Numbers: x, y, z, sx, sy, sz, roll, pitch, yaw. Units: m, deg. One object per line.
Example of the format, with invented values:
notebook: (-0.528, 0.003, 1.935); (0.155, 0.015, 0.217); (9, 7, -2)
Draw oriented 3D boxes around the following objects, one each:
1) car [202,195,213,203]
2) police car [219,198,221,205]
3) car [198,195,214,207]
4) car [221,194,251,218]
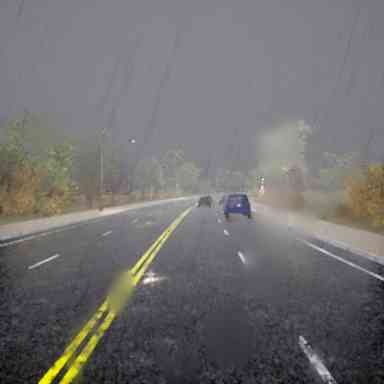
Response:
car: (3.131, 1.406, 65.519); (1.837, 1.490, 4.892); (0, 0, 5)
police car: (5.625, 1.424, 56.798); (2.038, 1.542, 4.974); (0, 0, 5)
car: (1.902, 1.451, 49.153); (1.837, 1.490, 4.892); (0, 0, 4)
car: (3.969, 1.191, 29.738); (2.150, 2.045, 5.566); (0, 0, 3)
